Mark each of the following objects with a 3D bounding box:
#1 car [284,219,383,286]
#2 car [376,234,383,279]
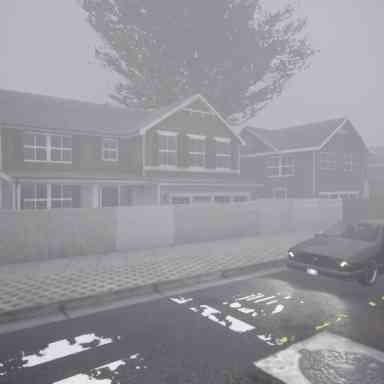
[{"bbox_3d":[4.995,1.490,9.450,5.357,1.411,2.033,0,1,-36],"label":"car"},{"bbox_3d":[6.100,1.512,6.725,5.357,1.411,2.033,0,1,-36],"label":"car"}]
